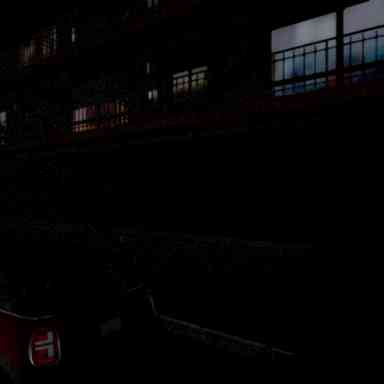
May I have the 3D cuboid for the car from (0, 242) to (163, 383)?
[{"bbox_3d":[-2.423,1.427,4.608,4.097,1.590,1.967,0,0,36],"label":"car"}]

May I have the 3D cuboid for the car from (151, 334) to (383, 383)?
[{"bbox_3d":[2.165,1.548,1.334,4.507,1.381,1.887,0,0,36],"label":"car"}]
